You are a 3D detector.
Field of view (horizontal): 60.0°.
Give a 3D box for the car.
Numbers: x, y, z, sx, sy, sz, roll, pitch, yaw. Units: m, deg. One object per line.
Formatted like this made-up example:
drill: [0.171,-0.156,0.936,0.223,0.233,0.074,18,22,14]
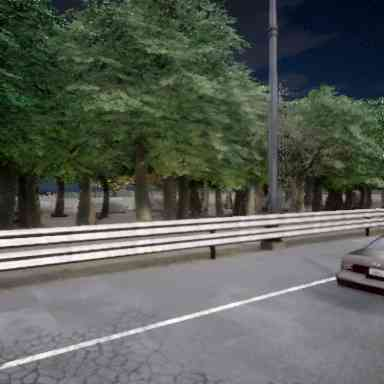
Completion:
car: [5.499,1.545,7.646,5.357,1.411,2.033,0,0,-35]
